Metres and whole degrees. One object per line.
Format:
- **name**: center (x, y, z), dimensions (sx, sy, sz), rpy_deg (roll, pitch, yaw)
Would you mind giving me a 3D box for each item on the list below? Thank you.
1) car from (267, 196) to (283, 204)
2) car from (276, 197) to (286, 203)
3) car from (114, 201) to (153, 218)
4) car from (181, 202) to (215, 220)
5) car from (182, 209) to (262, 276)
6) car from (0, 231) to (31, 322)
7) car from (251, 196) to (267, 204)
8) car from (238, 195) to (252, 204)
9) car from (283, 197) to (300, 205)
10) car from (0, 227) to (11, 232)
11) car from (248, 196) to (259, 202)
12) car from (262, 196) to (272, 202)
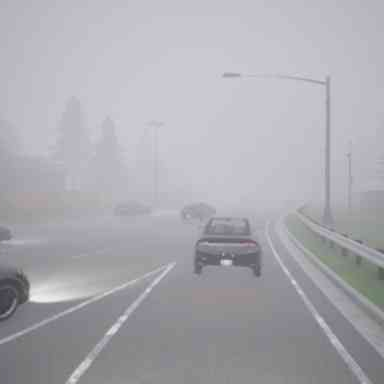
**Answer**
- **car**: center (18.405, 1.947, 73.009), dimensions (2.033, 1.411, 5.357), rpy_deg (0, 0, 22)
- **car**: center (22.252, 1.936, 82.725), dimensions (1.895, 1.301, 4.718), rpy_deg (0, 0, 22)
- **car**: center (-5.446, 1.604, 31.507), dimensions (2.128, 1.511, 4.902), rpy_deg (0, 0, 22)
- **car**: center (0.634, 1.629, 27.845), dimensions (1.837, 1.490, 4.892), rpy_deg (0, -1, 22)
- **car**: center (1.179, 1.546, 10.674), dimensions (2.128, 1.511, 4.902), rpy_deg (0, 0, 8)
- **car**: center (-4.644, 1.565, 5.023), dimensions (1.994, 1.385, 4.181), rpy_deg (0, 0, 22)
- **car**: center (15.315, 1.996, 74.712), dimensions (1.895, 1.301, 4.718), rpy_deg (0, 0, 22)
- **car**: center (11.910, 1.613, 75.615), dimensions (2.150, 2.045, 5.566), rpy_deg (0, 0, 22)
- **car**: center (20.596, 1.955, 69.026), dimensions (1.994, 1.385, 4.181), rpy_deg (0, 0, 22)
- **car**: center (-9.382, 1.557, 12.054), dimensions (2.033, 1.411, 5.357), rpy_deg (0, 0, 22)
- **car**: center (15.733, 1.845, 85.274), dimensions (1.812, 1.442, 4.674), rpy_deg (0, 0, 22)
- **car**: center (18.987, 1.855, 83.986), dimensions (1.812, 1.442, 4.674), rpy_deg (0, 0, 22)
